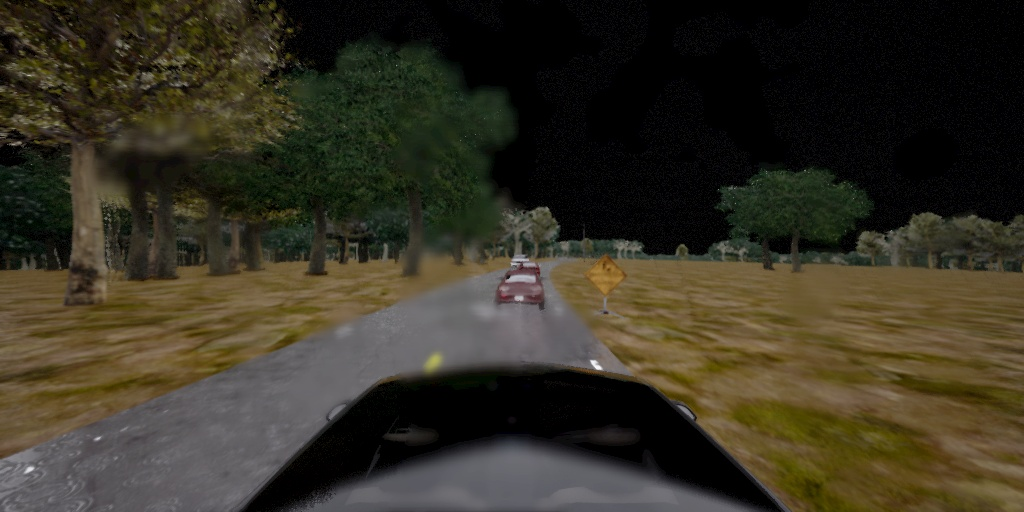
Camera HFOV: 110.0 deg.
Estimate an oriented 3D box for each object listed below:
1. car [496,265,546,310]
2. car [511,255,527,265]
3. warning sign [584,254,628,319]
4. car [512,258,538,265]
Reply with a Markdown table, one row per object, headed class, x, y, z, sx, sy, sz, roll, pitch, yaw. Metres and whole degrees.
| class | x | y | z | sx | sy | sz | roll | pitch | yaw |
| --- | --- | --- | --- | --- | --- | --- | --- | --- | --- |
| car | 0.387 | 1.261 | 14.477 | 1.812 | 1.442 | 4.674 | 0 | 0 | 3 |
| car | 1.234 | 0.827 | 54.346 | 2.150 | 2.045 | 5.566 | 0 | 0 | 9 |
| warning sign | 2.791 | 0.860 | 10.775 | 1.300 | 1.860 | 1.060 | 0 | 0 | 2 |
| car | 1.399 | 1.176 | 30.065 | 1.882 | 1.535 | 5.008 | 0 | 0 | 5 |
